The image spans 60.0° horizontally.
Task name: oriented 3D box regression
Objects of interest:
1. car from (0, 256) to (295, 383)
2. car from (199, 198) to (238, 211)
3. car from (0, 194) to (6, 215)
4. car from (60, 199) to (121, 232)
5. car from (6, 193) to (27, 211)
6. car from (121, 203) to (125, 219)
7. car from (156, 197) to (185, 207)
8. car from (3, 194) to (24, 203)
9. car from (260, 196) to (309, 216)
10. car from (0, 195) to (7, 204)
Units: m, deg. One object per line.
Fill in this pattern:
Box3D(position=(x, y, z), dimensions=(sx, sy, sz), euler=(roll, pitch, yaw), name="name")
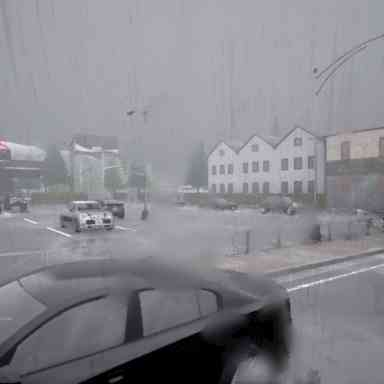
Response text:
Box3D(position=(-1.136, 1.477, 3.187), dimensions=(5.008, 1.535, 1.882), euler=(0, 0, -36), name="car")
Box3D(position=(2.925, 1.371, 38.366), dimensions=(2.033, 1.411, 5.357), euler=(0, 0, -36), name="car")
Box3D(position=(-18.223, 1.113, 29.628), dimensions=(1.932, 1.855, 4.605), euler=(0, 0, -36), name="car")
Box3D(position=(-5.620, 1.248, 17.672), dimensions=(1.970, 1.475, 3.806), euler=(0, 0, -36), name="car")
Box3D(position=(-20.135, 1.092, 37.938), dimensions=(1.905, 1.878, 3.866), euler=(0, 0, -36), name="car")
Box3D(position=(-6.749, 1.313, 25.535), dimensions=(2.007, 1.523, 4.514), euler=(0, 0, -36), name="car")
Box3D(position=(-3.078, 1.371, 46.860), dimensions=(2.033, 1.411, 5.357), euler=(0, 0, -35), name="car")
Box3D(position=(-39.270, 1.328, 73.021), dimensions=(3.866, 1.878, 1.905), euler=(0, 0, -36), name="car")
Box3D(position=(8.460, 1.176, 30.600), dimensions=(2.097, 1.767, 4.553), euler=(0, 0, -35), name="car")
Box3D(position=(-39.497, 1.495, 65.893), dimensions=(4.611, 1.667, 2.242), euler=(0, 0, -36), name="car")
